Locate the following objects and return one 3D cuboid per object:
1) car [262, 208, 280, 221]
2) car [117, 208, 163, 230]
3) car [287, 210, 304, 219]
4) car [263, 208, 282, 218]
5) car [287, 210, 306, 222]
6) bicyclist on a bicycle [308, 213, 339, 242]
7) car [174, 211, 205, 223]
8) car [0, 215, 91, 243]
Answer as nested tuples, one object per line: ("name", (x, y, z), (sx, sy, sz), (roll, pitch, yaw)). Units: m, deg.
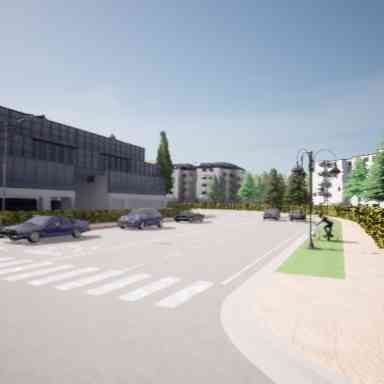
("car", (10.784, 3.139, 45.346), (2.033, 1.411, 5.357), (0, -2, 20))
("car", (-4.298, 2.172, 28.134), (2.097, 1.767, 4.553), (0, -2, 24))
("car", (16.616, 3.545, 53.753), (1.895, 1.301, 4.718), (1, -2, 8))
("car", (13.253, 3.422, 55.034), (2.128, 1.511, 4.902), (1, -2, 4))
("car", (13.891, 3.082, 43.699), (2.128, 1.511, 4.902), (0, -2, 20))
("bicyclist on a bicycle", (7.488, 2.025, 18.983), (1.656, 1.620, 0.582), (0, -2, 24))
("car", (-0.264, 2.766, 37.232), (1.895, 1.301, 4.718), (0, -2, 24))
("car", (-8.269, 2.031, 19.289), (2.033, 1.411, 5.357), (0, -2, 26))
